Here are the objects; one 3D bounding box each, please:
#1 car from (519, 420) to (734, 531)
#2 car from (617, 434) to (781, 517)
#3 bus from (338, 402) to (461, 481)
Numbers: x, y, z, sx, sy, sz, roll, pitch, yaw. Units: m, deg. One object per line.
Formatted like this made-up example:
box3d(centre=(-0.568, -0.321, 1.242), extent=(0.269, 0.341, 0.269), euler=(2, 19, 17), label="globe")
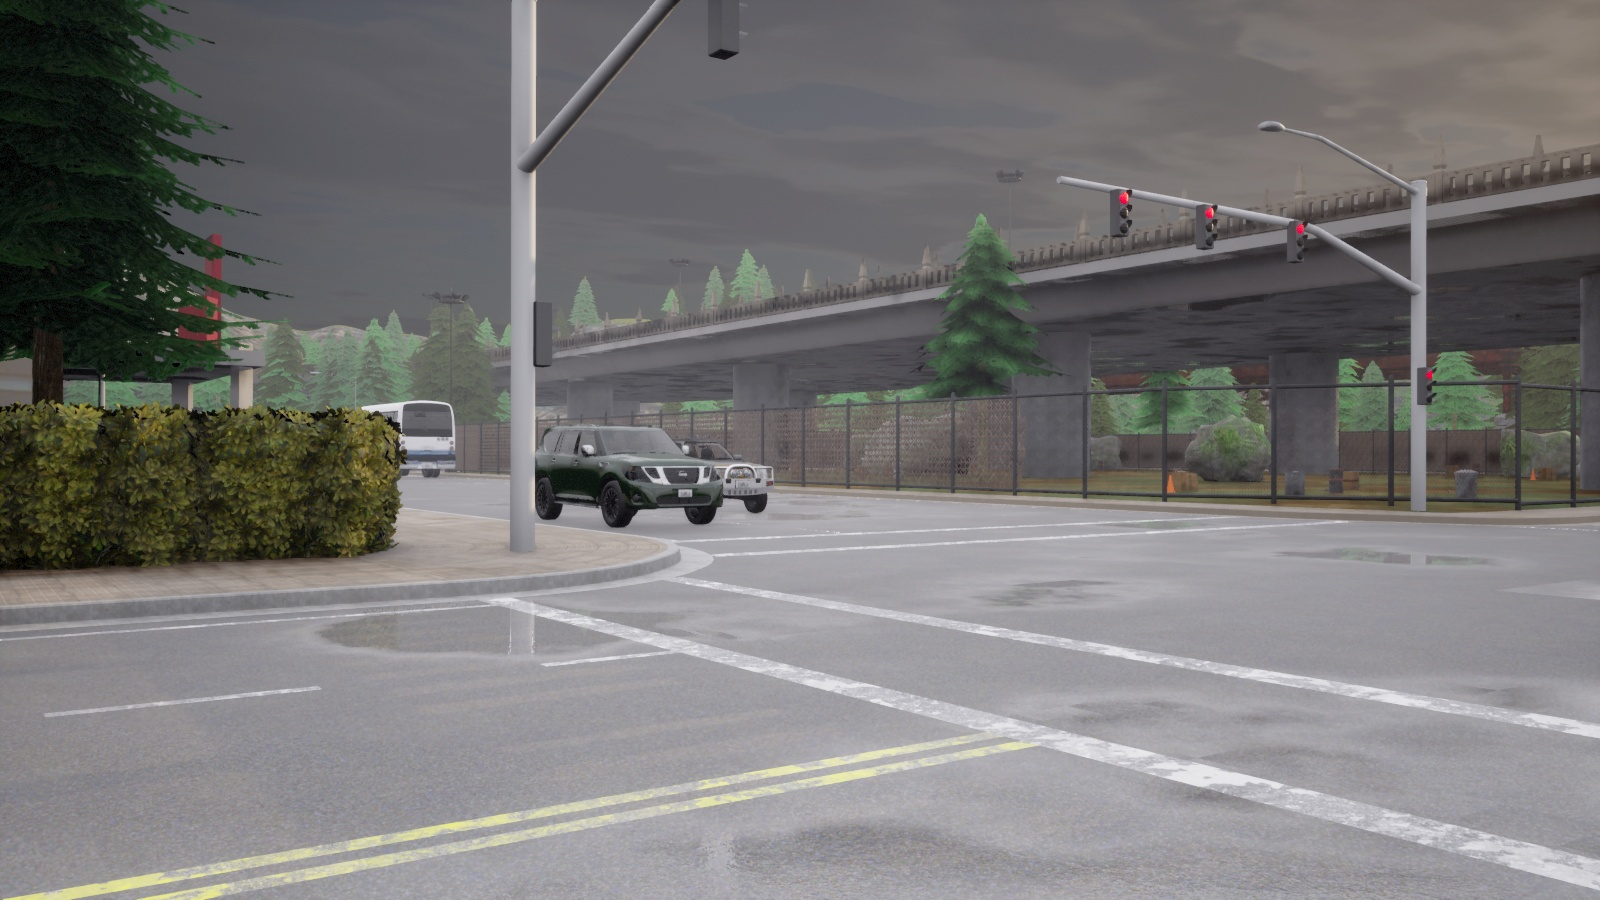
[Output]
box3d(centre=(-3.753, 0.480, 26.071), extent=(2.150, 2.045, 5.566), euler=(0, 0, -35), label="car")
box3d(centre=(-2.549, 0.586, 30.481), extent=(1.932, 1.855, 4.605), euler=(0, 0, -35), label="car")
box3d(centre=(-23.357, -0.459, 72.807), extent=(3.944, 4.253, 10.273), euler=(0, 0, -35), label="bus")
